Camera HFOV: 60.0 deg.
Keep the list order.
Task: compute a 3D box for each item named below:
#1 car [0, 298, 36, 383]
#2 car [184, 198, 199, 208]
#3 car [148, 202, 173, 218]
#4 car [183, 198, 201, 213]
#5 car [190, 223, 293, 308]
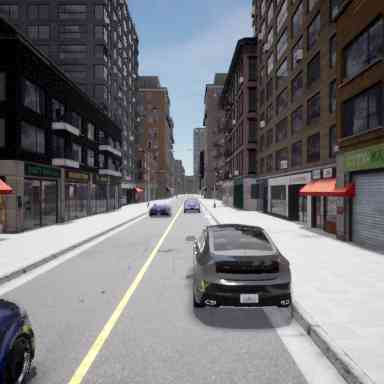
[{"bbox_3d":[-2.854,1.563,2.281,1.994,1.385,4.181,0,0,0],"label":"car"},{"bbox_3d":[-0.085,1.521,47.478,1.994,1.385,4.181,0,0,0],"label":"car"},{"bbox_3d":[-2.808,1.579,30.213,1.895,1.301,4.718,0,0,0],"label":"car"},{"bbox_3d":[0.009,1.518,37.051,2.033,1.411,5.357,0,0,0],"label":"car"},{"bbox_3d":[0.941,1.503,7.894,1.837,1.490,4.892,0,0,0],"label":"car"}]
